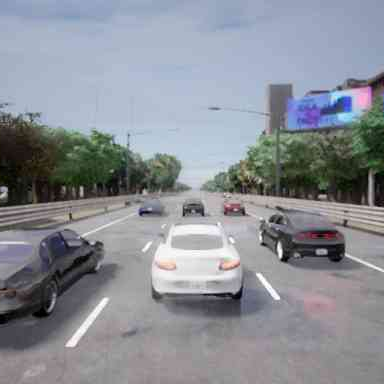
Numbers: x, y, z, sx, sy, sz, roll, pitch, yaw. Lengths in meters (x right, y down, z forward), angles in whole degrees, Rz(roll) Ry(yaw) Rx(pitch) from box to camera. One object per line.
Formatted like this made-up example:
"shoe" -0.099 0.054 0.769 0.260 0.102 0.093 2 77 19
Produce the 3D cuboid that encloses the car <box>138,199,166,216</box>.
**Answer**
"car" -3.389 1.310 28.766 1.994 1.385 4.181 0 1 0

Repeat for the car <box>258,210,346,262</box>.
"car" 3.605 1.401 11.670 1.837 1.490 4.892 0 0 0

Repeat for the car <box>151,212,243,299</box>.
"car" 0.103 1.453 8.120 1.812 1.442 4.674 0 0 0

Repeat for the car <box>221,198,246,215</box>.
"car" 3.613 1.265 29.608 1.812 1.442 4.674 0 1 0

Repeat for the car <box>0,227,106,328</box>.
"car" -3.397 1.483 7.220 2.033 1.411 5.357 0 1 0

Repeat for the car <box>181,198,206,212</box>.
"car" 0.113 1.252 28.724 1.837 1.490 4.892 0 0 0
